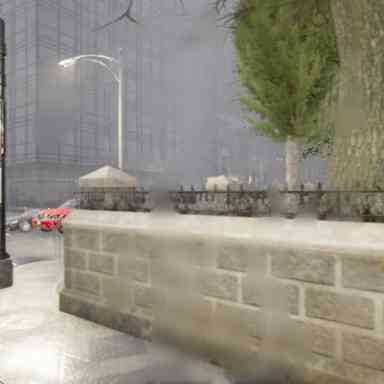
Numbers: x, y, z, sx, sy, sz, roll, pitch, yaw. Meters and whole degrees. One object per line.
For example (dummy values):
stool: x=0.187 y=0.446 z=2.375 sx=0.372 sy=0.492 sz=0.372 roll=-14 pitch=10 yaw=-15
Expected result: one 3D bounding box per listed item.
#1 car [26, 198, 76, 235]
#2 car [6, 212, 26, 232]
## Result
car: x=-6.782 y=1.369 z=20.490 sx=2.150 sy=2.045 sz=5.566 roll=0 pitch=-1 yaw=36
car: x=-9.637 y=1.699 z=21.089 sx=2.008 sy=1.369 sz=4.403 roll=-1 pitch=-1 yaw=36
